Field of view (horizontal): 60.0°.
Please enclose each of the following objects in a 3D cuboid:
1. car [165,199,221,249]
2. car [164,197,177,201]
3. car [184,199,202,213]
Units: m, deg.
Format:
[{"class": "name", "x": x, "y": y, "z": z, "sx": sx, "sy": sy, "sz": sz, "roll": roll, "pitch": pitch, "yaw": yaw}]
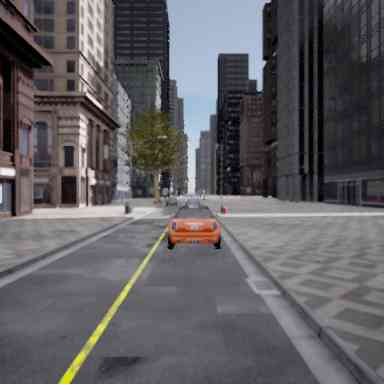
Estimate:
[{"class": "car", "x": 0.094, "y": 1.351, "z": 14.727, "sx": 2.097, "sy": 1.767, "sz": 4.553, "roll": 0, "pitch": 0, "yaw": 0}, {"class": "car", "x": -3.011, "y": 1.539, "z": 50.310, "sx": 1.837, "sy": 1.490, "sz": 4.892, "roll": 0, "pitch": -1, "yaw": 0}, {"class": "car", "x": 0.093, "y": 1.583, "z": 38.335, "sx": 1.994, "sy": 1.385, "sz": 4.181, "roll": 0, "pitch": 0, "yaw": 0}]
